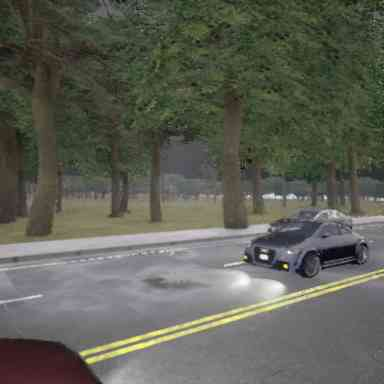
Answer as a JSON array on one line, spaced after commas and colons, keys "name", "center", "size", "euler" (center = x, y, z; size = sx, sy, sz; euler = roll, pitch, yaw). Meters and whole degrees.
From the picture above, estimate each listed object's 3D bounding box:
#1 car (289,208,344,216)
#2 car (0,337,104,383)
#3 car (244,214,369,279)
[{"name": "car", "center": [5.664, 1.539, 15.712], "size": [4.902, 1.511, 2.128], "euler": [0, 0, -35]}, {"name": "car", "center": [-2.446, 1.561, 1.694], "size": [4.181, 1.385, 1.994], "euler": [0, 0, -36]}, {"name": "car", "center": [3.586, 1.592, 10.237], "size": [4.181, 1.385, 1.994], "euler": [0, 0, -35]}]
